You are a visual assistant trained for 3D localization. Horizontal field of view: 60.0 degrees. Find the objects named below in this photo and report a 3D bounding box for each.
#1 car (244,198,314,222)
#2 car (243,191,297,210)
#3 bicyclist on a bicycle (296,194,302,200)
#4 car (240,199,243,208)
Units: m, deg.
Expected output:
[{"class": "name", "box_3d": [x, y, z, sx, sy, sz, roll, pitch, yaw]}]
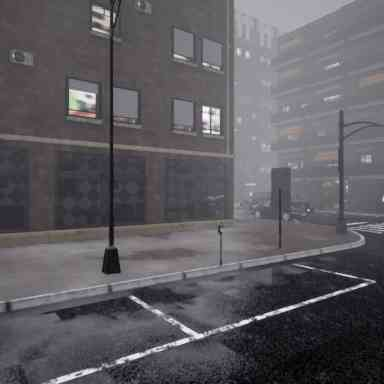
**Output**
[{"class": "car", "box_3d": [6.262, 1.342, 24.181, 2.008, 1.369, 4.403, 1, 0, -36]}, {"class": "car", "box_3d": [7.170, 0.988, 27.322, 2.150, 2.045, 5.566, 0, 1, -36]}, {"class": "bicyclist on a bicycle", "box_3d": [11.522, 1.011, 36.196, 1.656, 1.620, 0.582, 0, 1, -36]}, {"class": "car", "box_3d": [7.231, 0.931, 32.594, 2.150, 2.045, 5.566, 0, 1, -35]}]
